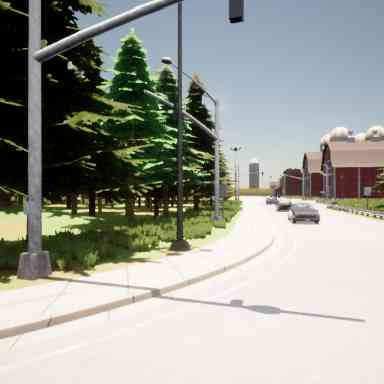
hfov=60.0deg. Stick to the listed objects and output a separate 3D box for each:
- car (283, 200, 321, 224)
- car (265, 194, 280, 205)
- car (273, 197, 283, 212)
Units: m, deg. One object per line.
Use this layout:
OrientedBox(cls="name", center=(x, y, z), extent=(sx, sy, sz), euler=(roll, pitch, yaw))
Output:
OrientedBox(cls="car", center=(8.388, 1.547, 25.329), extent=(2.033, 1.411, 5.357), euler=(0, 0, 10))
OrientedBox(cls="car", center=(13.874, 1.576, 58.236), extent=(1.994, 1.385, 4.181), euler=(0, 0, 8))
OrientedBox(cls="car", center=(10.652, 1.600, 37.934), extent=(1.895, 1.301, 4.718), euler=(0, 0, 9))
